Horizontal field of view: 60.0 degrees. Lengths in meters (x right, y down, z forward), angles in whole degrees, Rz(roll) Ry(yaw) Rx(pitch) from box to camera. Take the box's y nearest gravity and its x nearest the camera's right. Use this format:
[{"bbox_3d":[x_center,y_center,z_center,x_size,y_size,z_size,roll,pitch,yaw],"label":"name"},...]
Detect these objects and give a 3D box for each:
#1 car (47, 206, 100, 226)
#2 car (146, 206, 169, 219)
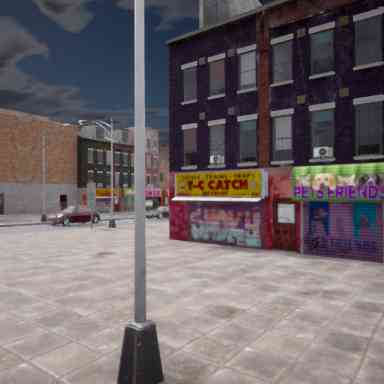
[{"bbox_3d":[-9.487,1.825,26.712,1.967,1.590,4.097,-2,-2,36],"label":"car"},{"bbox_3d":[-3.063,2.170,35.504,2.008,1.369,4.403,-2,-2,36],"label":"car"}]
